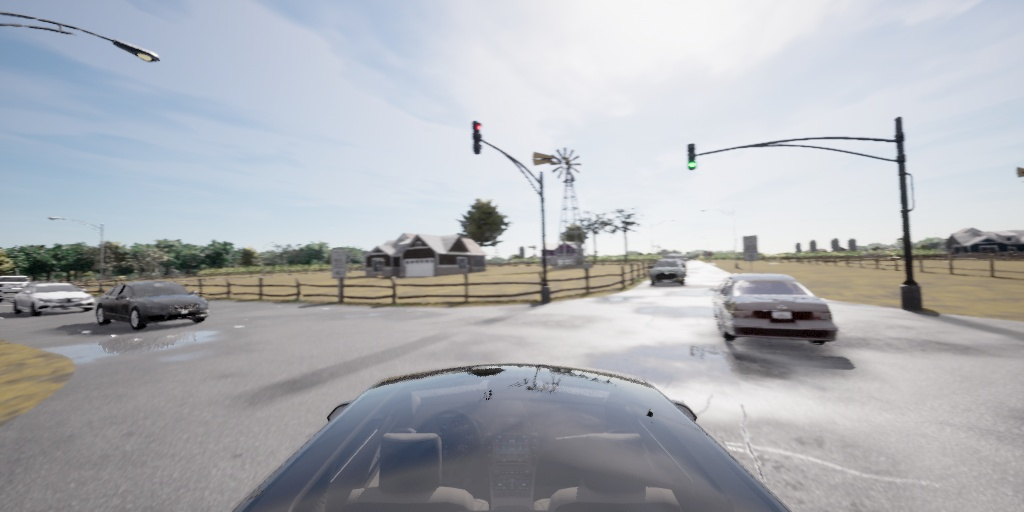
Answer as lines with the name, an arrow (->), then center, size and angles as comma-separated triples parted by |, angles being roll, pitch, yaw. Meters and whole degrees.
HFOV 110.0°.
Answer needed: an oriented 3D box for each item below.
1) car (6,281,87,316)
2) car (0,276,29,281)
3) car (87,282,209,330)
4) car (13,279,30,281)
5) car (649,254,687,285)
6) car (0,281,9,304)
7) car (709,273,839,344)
car -> -22.912, 2.093, 17.895 | 4.674, 1.442, 1.812 | -2, -2, 26
car -> -48.438, 2.965, 34.462 | 5.566, 2.045, 2.150 | -2, -2, 26
car -> -13.134, 1.711, 13.087 | 4.892, 1.490, 1.837 | -2, -2, 26
car -> -39.432, 2.883, 30.028 | 4.674, 1.442, 1.812 | -2, -2, 26
car -> 10.796, 1.008, 24.847 | 2.097, 1.767, 4.553 | -3, -1, 26
car -> -38.009, 2.714, 25.354 | 5.357, 1.411, 2.033 | -2, -2, 27
car -> 6.169, 1.144, 8.997 | 2.033, 1.411, 5.357 | -3, -1, 26
